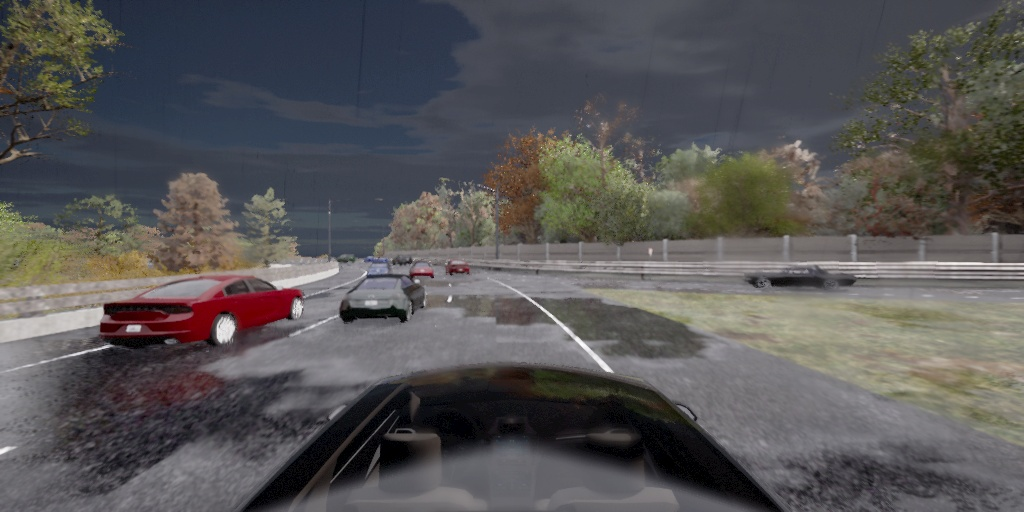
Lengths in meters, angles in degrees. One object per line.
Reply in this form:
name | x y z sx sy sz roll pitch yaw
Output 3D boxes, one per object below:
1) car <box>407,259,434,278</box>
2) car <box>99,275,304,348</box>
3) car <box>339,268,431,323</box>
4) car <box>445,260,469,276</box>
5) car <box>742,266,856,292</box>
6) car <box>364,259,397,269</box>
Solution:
car | -8.163 1.205 32.330 1.994 1.385 4.181 0 0 -16
car | -7.404 1.228 9.334 1.882 1.535 5.008 0 0 -4
car | -4.142 1.284 12.100 1.994 1.385 4.181 0 0 -5
car | -5.436 1.091 35.157 1.882 1.535 5.008 0 0 -17
car | 15.506 1.185 19.758 4.718 1.301 1.895 0 0 24
car | -11.158 1.213 30.387 2.033 1.411 5.357 0 0 -16
